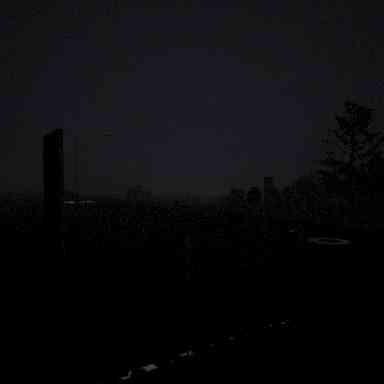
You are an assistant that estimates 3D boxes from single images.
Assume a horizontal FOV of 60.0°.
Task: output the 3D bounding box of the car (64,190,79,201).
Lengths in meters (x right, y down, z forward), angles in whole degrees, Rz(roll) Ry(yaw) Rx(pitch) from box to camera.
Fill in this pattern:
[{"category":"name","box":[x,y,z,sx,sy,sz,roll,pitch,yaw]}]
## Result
[{"category":"car","box":[-18.475,0.521,49.972,1.882,1.535,5.008,-1,2,-35]}]
